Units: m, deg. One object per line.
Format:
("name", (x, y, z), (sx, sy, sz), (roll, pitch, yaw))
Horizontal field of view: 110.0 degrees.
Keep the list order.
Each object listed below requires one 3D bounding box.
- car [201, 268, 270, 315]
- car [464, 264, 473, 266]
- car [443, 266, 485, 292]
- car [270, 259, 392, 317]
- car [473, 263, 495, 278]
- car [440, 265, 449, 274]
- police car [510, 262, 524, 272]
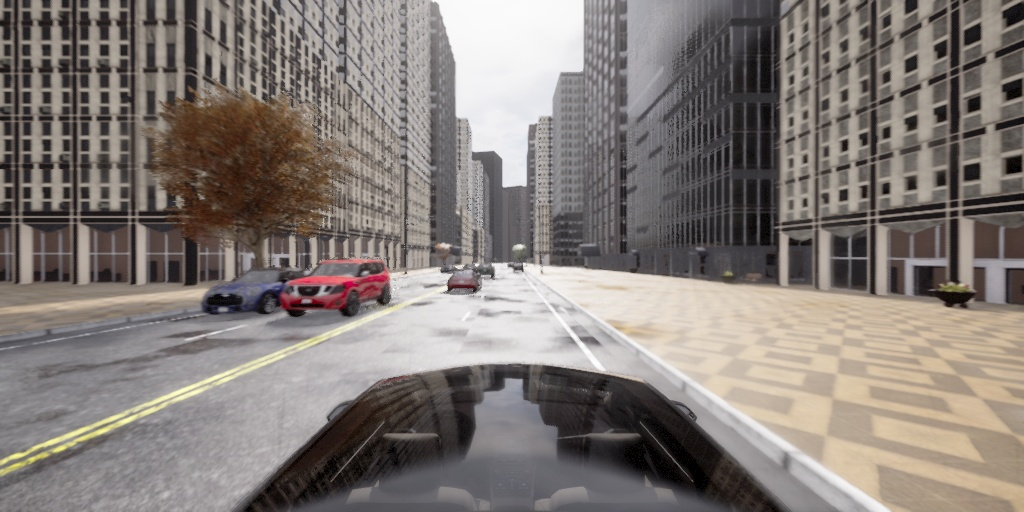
("car", (-9.850, 1.270, 14.474), (2.097, 1.767, 4.553), (0, -1, 0))
("car", (-6.563, 1.958, 54.952), (1.837, 1.490, 4.892), (0, -1, 0))
("car", (-3.151, 1.614, 24.399), (1.994, 1.385, 4.181), (0, -1, 0))
("car", (-6.600, 1.138, 14.291), (2.150, 2.045, 5.566), (0, -1, 0))
("car", (-3.150, 1.655, 43.625), (2.097, 1.767, 4.553), (0, -1, 0))
("car", (-9.808, 2.023, 55.383), (1.994, 1.385, 4.181), (0, -1, 0))
("police car", (1.138, 1.995, 63.669), (1.930, 1.638, 5.238), (0, -1, 0))
